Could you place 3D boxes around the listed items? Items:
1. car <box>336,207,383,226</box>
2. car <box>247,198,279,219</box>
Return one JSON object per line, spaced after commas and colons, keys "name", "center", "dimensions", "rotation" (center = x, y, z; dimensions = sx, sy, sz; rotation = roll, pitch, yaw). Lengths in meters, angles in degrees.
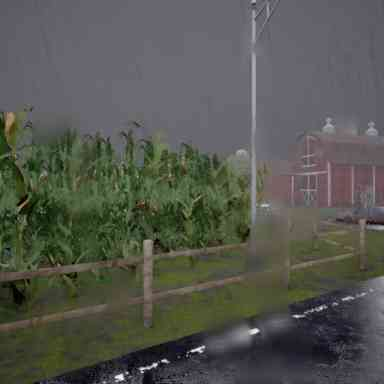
{"name": "car", "center": [12.667, 1.704, 22.772], "dimensions": [2.033, 1.411, 5.357], "rotation": [1, -1, -31]}
{"name": "car", "center": [6.301, 1.584, 33.669], "dimensions": [2.150, 2.045, 5.566], "rotation": [1, -1, -28]}
